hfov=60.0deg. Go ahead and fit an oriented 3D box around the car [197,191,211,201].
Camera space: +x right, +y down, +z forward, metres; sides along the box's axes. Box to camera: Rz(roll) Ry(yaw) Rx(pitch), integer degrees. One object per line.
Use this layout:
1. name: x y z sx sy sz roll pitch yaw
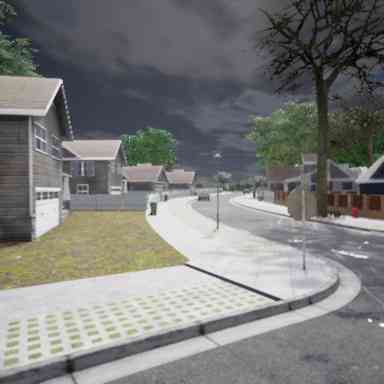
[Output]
1. car: 1.999 0.671 54.843 1.837 1.490 4.892 -1 1 6
